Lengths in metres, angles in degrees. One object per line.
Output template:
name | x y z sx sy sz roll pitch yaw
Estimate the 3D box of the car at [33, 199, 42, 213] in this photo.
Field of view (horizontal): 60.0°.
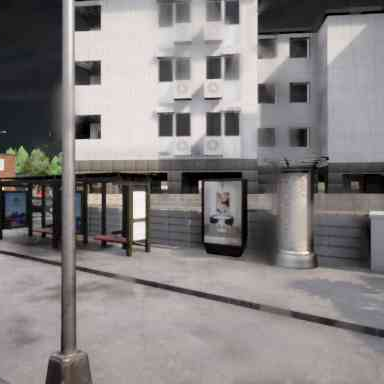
car | -16.120 1.503 34.078 1.837 1.490 4.892 0 0 35
